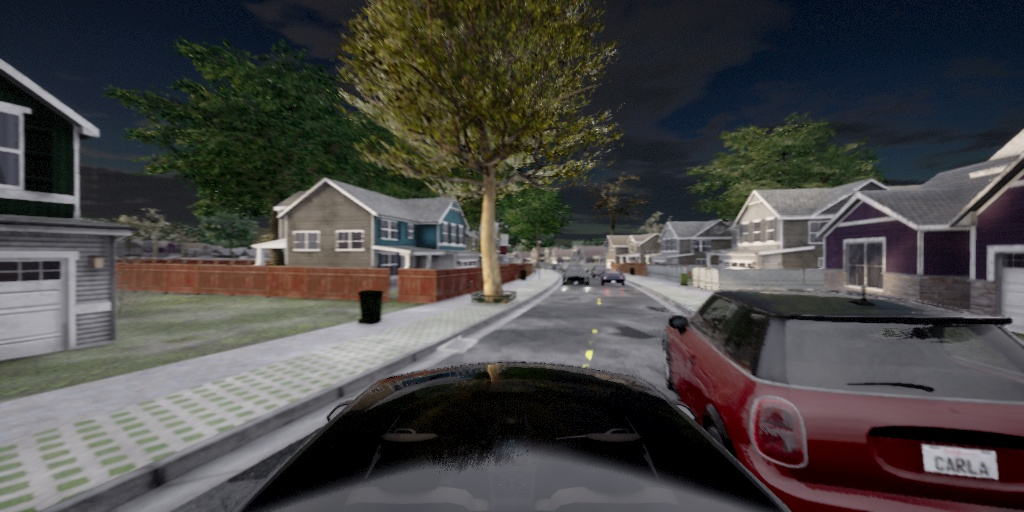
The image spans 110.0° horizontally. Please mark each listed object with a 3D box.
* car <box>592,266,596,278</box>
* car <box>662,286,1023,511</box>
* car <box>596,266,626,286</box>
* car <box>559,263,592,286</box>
[{"bbox_3d":[10.420,1.874,43.036,2.033,1.411,5.357,0,-1,8],"label":"car"},{"bbox_3d":[2.941,1.116,3.902,2.097,1.767,4.553,-2,-1,17],"label":"car"},{"bbox_3d":[8.362,1.753,30.261,1.895,1.301,4.718,0,-1,11],"label":"car"},{"bbox_3d":[5.245,1.484,29.385,2.097,1.767,4.553,0,-1,11],"label":"car"}]
